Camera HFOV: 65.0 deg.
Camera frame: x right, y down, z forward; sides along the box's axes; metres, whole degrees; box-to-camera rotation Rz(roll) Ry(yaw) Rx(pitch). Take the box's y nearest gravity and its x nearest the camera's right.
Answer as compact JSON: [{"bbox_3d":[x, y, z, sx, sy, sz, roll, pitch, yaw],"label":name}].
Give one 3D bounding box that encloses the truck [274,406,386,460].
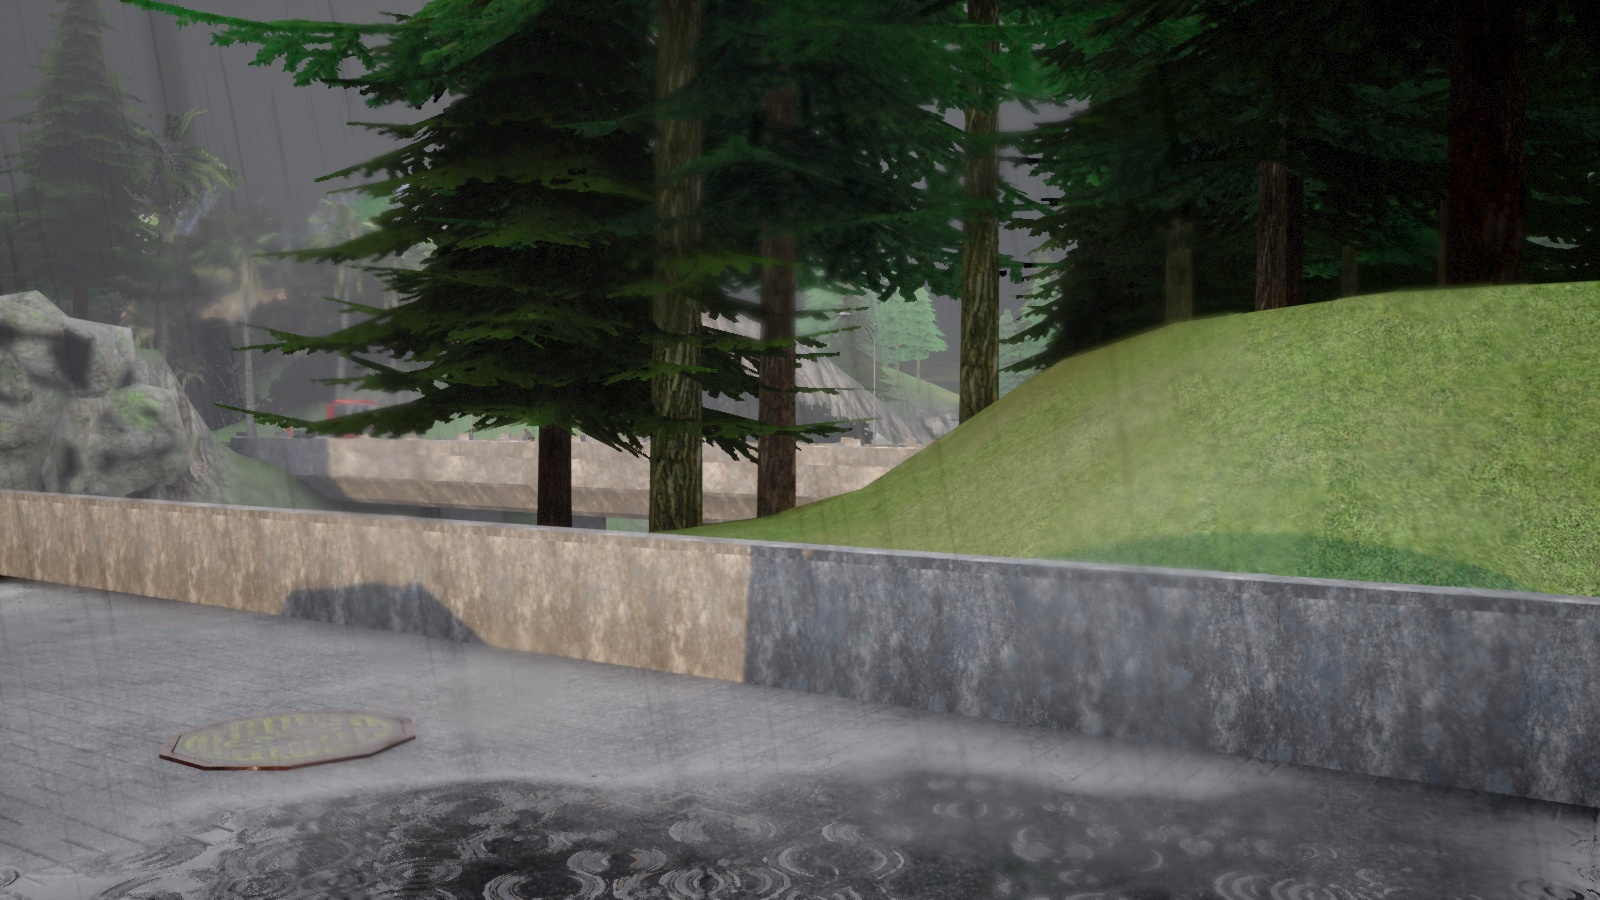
[{"bbox_3d":[-31.753,-1.119,84.678,7.936,3.462,2.891,0,1,34],"label":"truck"}]
